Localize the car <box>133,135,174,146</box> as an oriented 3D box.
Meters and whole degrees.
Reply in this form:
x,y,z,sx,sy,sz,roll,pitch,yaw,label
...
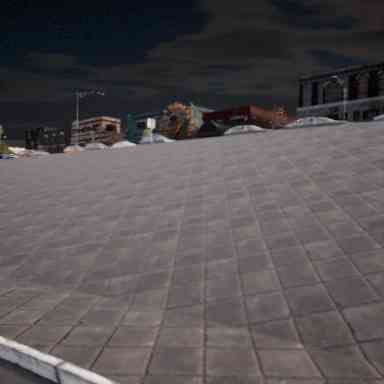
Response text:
x,y,z,sx,sy,sz,roll,pitch,yaw,label
-3.426,-4.985,33.852,4.553,1.767,2.185,2,2,43,car

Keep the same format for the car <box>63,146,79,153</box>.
x,y,z,sx,sy,sz,roll,pitch,yaw,label
-15.686,-5.479,45.167,4.553,1.767,2.185,2,2,43,car

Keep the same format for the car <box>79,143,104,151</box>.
x,y,z,sx,sy,sz,roll,pitch,yaw,label
-11.631,-5.318,41.424,4.553,1.767,2.185,2,2,43,car

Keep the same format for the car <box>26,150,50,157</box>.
x,y,z,sx,sy,sz,roll,pitch,yaw,label
-23.782,-5.662,52.637,4.892,1.521,2.231,2,1,43,car

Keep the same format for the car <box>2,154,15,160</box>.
x,y,z,sx,sy,sz,roll,pitch,yaw,label
-31.892,-5.913,60.124,4.674,1.452,2.002,2,1,43,car

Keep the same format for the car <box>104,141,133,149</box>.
x,y,z,sx,sy,sz,roll,pitch,yaw,label
-7.465,-4.983,37.580,4.674,1.452,2.002,2,2,43,car

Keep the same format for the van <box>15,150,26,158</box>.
x,y,z,sx,sy,sz,roll,pitch,yaw,label
-27.743,-6.033,56.293,4.442,1.987,1.878,2,1,43,van

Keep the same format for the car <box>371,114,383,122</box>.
x,y,z,sx,sy,sz,roll,pitch,yaw,label
12.817,-4.114,19.027,4.674,1.452,2.002,3,2,41,car

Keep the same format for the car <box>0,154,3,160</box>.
x,y,z,sx,sy,sz,roll,pitch,yaw,label
-35.919,-6.340,63.839,5.566,2.045,2.435,2,1,43,car

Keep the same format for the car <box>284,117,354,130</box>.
x,y,z,sx,sy,sz,roll,pitch,yaw,label
8.668,-4.351,22.702,4.892,1.521,2.231,3,2,43,car

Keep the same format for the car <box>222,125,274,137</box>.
x,y,z,sx,sy,sz,roll,pitch,yaw,label
4.608,-4.529,26.438,4.892,1.521,2.231,2,2,43,car
